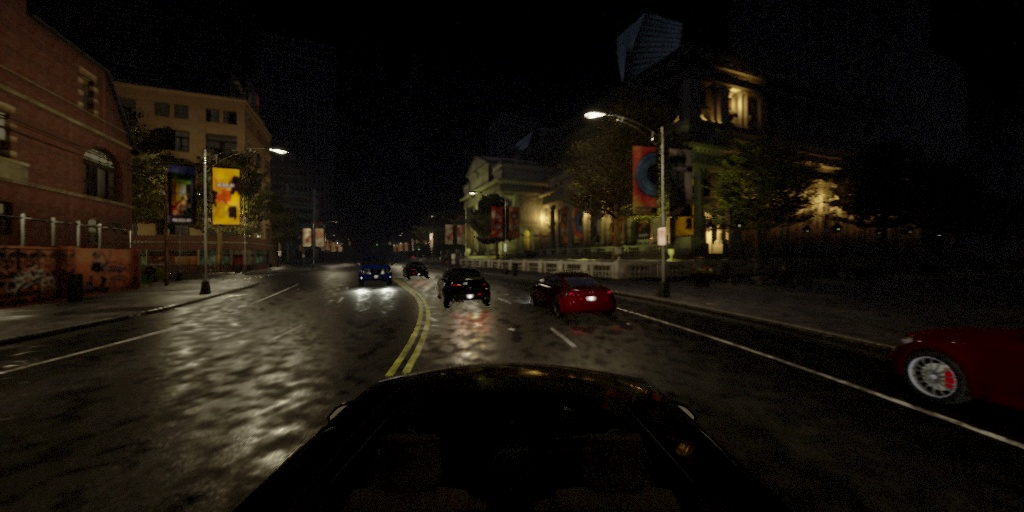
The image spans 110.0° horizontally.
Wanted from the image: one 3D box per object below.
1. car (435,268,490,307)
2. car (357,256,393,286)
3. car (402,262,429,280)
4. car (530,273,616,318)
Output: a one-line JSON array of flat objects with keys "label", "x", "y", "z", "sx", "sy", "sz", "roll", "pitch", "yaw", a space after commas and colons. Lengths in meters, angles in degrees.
[{"label": "car", "x": -2.219, "y": 1.259, "z": 15.736, "sx": 1.837, "sy": 1.490, "sz": 4.892, "roll": 0, "pitch": 0, "yaw": -16}, {"label": "car", "x": -10.118, "y": 1.035, "z": 26.502, "sx": 2.150, "sy": 2.045, "sz": 5.566, "roll": 0, "pitch": 0, "yaw": -22}, {"label": "car", "x": -8.858, "y": 1.297, "z": 32.809, "sx": 1.837, "sy": 1.490, "sz": 4.892, "roll": 0, "pitch": 0, "yaw": -23}, {"label": "car", "x": 2.036, "y": 1.287, "z": 13.052, "sx": 1.994, "sy": 1.385, "sz": 4.181, "roll": 0, "pitch": 0, "yaw": -12}]
